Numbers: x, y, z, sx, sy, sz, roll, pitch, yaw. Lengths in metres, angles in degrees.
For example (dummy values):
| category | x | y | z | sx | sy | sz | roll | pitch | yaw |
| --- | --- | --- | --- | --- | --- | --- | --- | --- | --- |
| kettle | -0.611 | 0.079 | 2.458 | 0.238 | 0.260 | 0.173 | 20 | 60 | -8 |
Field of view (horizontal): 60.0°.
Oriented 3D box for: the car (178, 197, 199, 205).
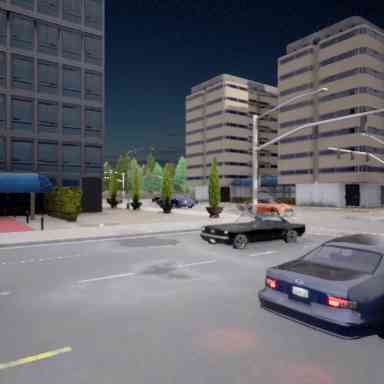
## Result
| category | x | y | z | sx | sy | sz | roll | pitch | yaw |
| --- | --- | --- | --- | --- | --- | --- | --- | --- | --- |
| car | -0.689 | 1.600 | 61.842 | 1.994 | 1.385 | 4.181 | 0 | 0 | -34 |

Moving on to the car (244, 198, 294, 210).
| category | x | y | z | sx | sy | sz | roll | pitch | yaw |
| --- | --- | --- | --- | --- | --- | --- | --- | --- | --- |
| car | 7.447 | 1.376 | 31.401 | 2.097 | 1.767 | 4.553 | 0 | 0 | -33 |

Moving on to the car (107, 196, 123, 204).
| category | x | y | z | sx | sy | sz | roll | pitch | yaw |
| --- | --- | --- | --- | --- | --- | --- | --- | --- | --- |
| car | -14.721 | 1.533 | 63.384 | 1.837 | 1.490 | 4.892 | 0 | -1 | -35 |

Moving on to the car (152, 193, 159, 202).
| category | x | y | z | sx | sy | sz | roll | pitch | yaw |
| --- | --- | --- | --- | --- | --- | --- | --- | --- | --- |
| car | -6.412 | 1.259 | 69.968 | 2.150 | 2.045 | 5.566 | 0 | 0 | -35 |

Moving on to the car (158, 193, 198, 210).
| category | x | y | z | sx | sy | sz | roll | pitch | yaw |
| --- | --- | --- | --- | --- | --- | --- | --- | --- | --- |
| car | -1.906 | 1.245 | 44.961 | 2.150 | 2.045 | 5.566 | 0 | 0 | -35 |

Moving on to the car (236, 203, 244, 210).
| category | x | y | z | sx | sy | sz | roll | pitch | yaw |
| --- | --- | --- | --- | --- | --- | --- | --- | --- | --- |
| car | 7.299 | 1.629 | 37.928 | 1.895 | 1.301 | 4.718 | 0 | 0 | -35 |

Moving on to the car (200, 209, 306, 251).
| category | x | y | z | sx | sy | sz | roll | pitch | yaw |
| --- | --- | --- | --- | --- | --- | --- | --- | --- | --- |
| car | 2.668 | 1.611 | 14.295 | 4.718 | 1.301 | 1.895 | 0 | 0 | -33 |

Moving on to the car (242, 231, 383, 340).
| category | x | y | z | sx | sy | sz | roll | pitch | yaw |
| --- | --- | --- | --- | --- | --- | --- | --- | --- | --- |
| car | 3.682 | 1.554 | 6.451 | 5.357 | 1.411 | 2.033 | 0 | 0 | -35 |

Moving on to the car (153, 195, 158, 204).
| category | x | y | z | sx | sy | sz | roll | pitch | yaw |
| --- | --- | --- | --- | --- | --- | --- | --- | --- | --- |
| car | -3.855 | 1.629 | 53.840 | 1.895 | 1.301 | 4.718 | 0 | 0 | -35 |
